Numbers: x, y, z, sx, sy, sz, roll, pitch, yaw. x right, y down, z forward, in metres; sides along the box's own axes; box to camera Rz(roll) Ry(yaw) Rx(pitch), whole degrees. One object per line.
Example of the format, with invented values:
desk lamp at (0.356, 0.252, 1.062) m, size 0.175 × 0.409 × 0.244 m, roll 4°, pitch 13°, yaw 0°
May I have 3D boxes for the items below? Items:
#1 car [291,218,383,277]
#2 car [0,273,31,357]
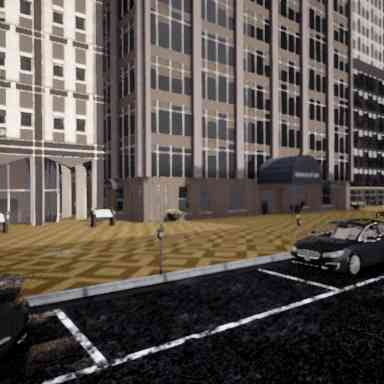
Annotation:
car at (4.804, 1.506, 9.991) m, size 4.403 × 1.369 × 2.008 m, roll 0°, pitch 0°, yaw -35°
car at (-4.188, 1.558, 3.576) m, size 4.403 × 1.369 × 2.008 m, roll 0°, pitch 0°, yaw -36°
